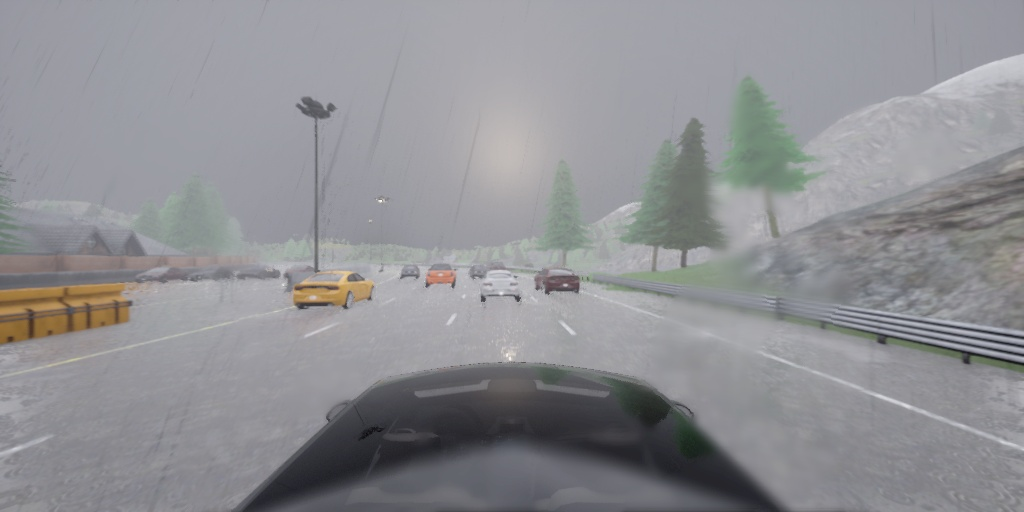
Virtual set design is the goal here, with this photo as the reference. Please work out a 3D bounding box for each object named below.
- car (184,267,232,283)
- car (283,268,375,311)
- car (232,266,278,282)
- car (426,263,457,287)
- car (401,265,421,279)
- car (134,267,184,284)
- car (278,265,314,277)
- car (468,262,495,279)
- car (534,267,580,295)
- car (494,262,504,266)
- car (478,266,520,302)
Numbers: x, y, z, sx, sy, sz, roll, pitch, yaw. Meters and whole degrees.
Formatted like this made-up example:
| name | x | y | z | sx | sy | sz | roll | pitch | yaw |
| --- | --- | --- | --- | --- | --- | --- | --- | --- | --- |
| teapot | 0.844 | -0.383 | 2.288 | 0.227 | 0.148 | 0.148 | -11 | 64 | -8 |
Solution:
| name | x | y | z | sx | sy | sz | roll | pitch | yaw |
| --- | --- | --- | --- | --- | --- | --- | --- | --- | --- |
| car | -27.995 | 1.726 | 33.645 | 1.994 | 1.385 | 4.181 | 0 | -1 | -12 |
| car | -7.477 | 1.386 | 15.587 | 1.882 | 1.535 | 5.008 | 0 | 0 | -5 |
| car | -24.782 | 1.711 | 35.444 | 2.033 | 1.411 | 5.357 | 0 | -1 | -12 |
| car | -5.303 | 1.356 | 27.157 | 2.097 | 1.767 | 4.553 | 0 | -1 | -8 |
| car | -10.689 | 1.672 | 37.796 | 2.033 | 1.411 | 5.357 | 0 | -1 | -13 |
| car | -31.263 | 1.688 | 32.244 | 1.812 | 1.442 | 4.674 | 0 | 0 | -12 |
| car | -21.453 | 1.636 | 36.479 | 1.882 | 1.535 | 5.008 | 0 | -1 | -13 |
| car | -3.461 | 1.637 | 37.432 | 2.033 | 1.411 | 5.357 | 0 | -1 | -12 |
| car | 2.537 | 1.394 | 21.262 | 1.882 | 1.535 | 5.008 | 0 | 0 | -6 |
| car | -2.220 | 1.523 | 47.041 | 2.097 | 1.767 | 4.553 | 0 | -1 | -14 |
| car | -0.679 | 1.428 | 18.184 | 1.812 | 1.442 | 4.674 | 0 | 0 | -5 |
